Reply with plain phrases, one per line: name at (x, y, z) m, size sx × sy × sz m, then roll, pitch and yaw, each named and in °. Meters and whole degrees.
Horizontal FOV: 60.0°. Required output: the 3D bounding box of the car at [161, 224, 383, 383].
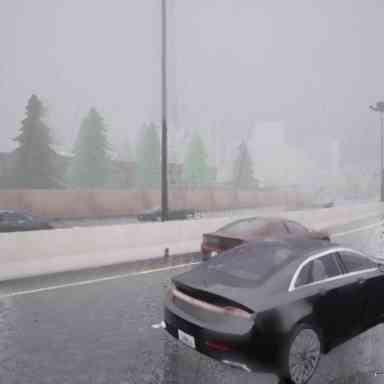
car at (1.839, 1.502, 5.405) m, size 4.902 × 1.511 × 2.128 m, roll 0°, pitch 0°, yaw -38°

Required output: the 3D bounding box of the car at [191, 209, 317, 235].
car at (2.508, 1.501, 10.456) m, size 5.008 × 1.535 × 1.882 m, roll 0°, pitch 0°, yaw -40°

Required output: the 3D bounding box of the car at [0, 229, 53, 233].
car at (-8.900, 1.588, 14.929) m, size 4.892 × 1.490 × 1.837 m, roll 0°, pitch 0°, yaw -37°
